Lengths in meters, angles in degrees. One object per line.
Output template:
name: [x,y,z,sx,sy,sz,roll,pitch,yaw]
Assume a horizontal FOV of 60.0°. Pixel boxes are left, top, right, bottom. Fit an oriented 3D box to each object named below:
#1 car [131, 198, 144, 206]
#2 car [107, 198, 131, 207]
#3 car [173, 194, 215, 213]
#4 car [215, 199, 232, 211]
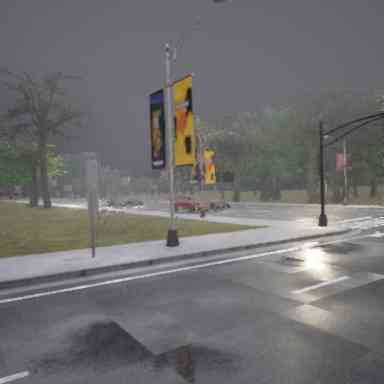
car: [-10.057,1.726,57.959,1.994,1.385,4.181,-2,1,-35]
car: [-12.736,1.767,56.120,2.128,1.511,4.902,-2,1,-35]
car: [-0.234,1.287,38.085,2.150,2.045,5.566,-2,1,-35]
car: [2.403,1.500,40.001,2.033,1.411,5.357,-2,1,-35]
